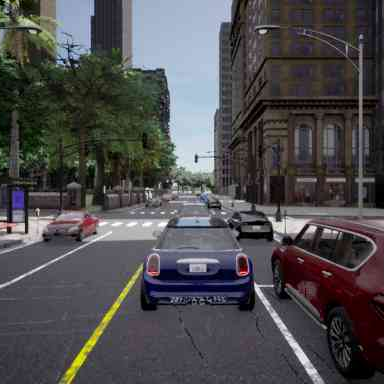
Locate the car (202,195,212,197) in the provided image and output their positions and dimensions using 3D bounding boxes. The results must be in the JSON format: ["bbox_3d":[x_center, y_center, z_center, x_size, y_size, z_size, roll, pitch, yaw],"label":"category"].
[{"bbox_3d":[2.765,1.544,48.147,1.947,1.339,4.313,0,0,0],"label":"car"}]

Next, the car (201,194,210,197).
[{"bbox_3d":[2.766,1.499,53.737,1.752,1.417,4.829,0,0,0],"label":"car"}]

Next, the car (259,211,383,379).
[{"bbox_3d":[2.759,1.314,5.439,2.192,1.841,5.009,0,0,0],"label":"car"}]

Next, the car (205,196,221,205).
[{"bbox_3d":[2.764,1.548,42.726,1.947,1.339,4.313,0,0,0],"label":"car"}]

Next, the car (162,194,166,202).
[{"bbox_3d":[-5.760,1.414,53.587,1.967,1.590,4.097,0,0,0],"label":"car"}]

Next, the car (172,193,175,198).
[{"bbox_3d":[-5.758,1.265,75.269,2.192,1.841,5.009,0,0,0],"label":"car"}]

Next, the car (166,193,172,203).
[{"bbox_3d":[-5.758,1.397,69.849,1.967,1.590,4.097,0,0,0],"label":"car"}]

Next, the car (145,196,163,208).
[{"bbox_3d":[-5.761,1.529,48.168,2.008,1.369,4.403,0,0,0],"label":"car"}]

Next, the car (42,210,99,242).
[{"bbox_3d":[-5.764,1.578,16.308,1.802,1.307,4.206,0,0,0],"label":"car"}]

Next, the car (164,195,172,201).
[{"bbox_3d":[-5.757,1.468,80.520,1.752,1.417,4.829,0,0,0],"label":"car"}]

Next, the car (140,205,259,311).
[{"bbox_3d":[0.104,1.351,7.939,2.097,1.767,4.553,0,0,0],"label":"car"}]

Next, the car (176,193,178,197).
[{"bbox_3d":[-5.756,1.240,91.530,2.192,1.841,5.009,0,0,0],"label":"car"}]

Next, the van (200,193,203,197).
[{"bbox_3d":[2.765,1.310,58.987,1.690,1.788,3.998,0,0,0],"label":"van"}]

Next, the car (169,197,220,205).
[{"bbox_3d":[0.103,1.348,17.473,2.097,1.767,4.553,0,0,0],"label":"car"}]

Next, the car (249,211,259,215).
[{"bbox_3d":[2.761,1.562,16.290,1.947,1.339,4.313,0,0,0],"label":"car"}]

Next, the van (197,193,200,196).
[{"bbox_3d":[2.768,1.283,80.669,1.690,1.788,3.998,0,0,0],"label":"van"}]
